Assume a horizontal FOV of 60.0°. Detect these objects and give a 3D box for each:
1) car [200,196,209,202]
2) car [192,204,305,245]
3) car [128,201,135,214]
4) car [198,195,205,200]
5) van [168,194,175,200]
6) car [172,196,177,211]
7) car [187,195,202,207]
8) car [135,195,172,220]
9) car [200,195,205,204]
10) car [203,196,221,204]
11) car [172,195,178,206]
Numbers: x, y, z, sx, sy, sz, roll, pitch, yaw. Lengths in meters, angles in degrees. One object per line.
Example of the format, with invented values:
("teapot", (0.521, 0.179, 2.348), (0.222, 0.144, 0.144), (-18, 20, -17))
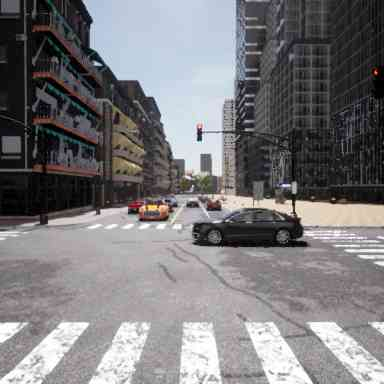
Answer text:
("car", (2.696, 1.546, 75.002), (1.887, 1.381, 4.507), (-1, 0, 0))
("car", (2.427, 1.471, 14.750), (4.892, 1.490, 1.837), (0, 1, 0))
("car", (-5.677, 1.539, 35.407), (1.887, 1.381, 4.507), (-1, 0, 0))
("car", (2.706, 1.532, 92.119), (1.752, 1.417, 4.829), (-1, 0, 0))
("van", (-5.644, 1.348, 91.896), (1.690, 1.788, 3.998), (-1, 0, 0))
("car", (-3.072, 1.499, 37.658), (1.837, 1.490, 4.892), (0, 0, 0))
("car", (0.142, 1.596, 51.973), (1.895, 1.301, 4.718), (0, 0, 0))
("car", (-3.081, 1.347, 27.662), (2.097, 1.767, 4.553), (0, 0, 0))
("car", (2.688, 1.549, 63.704), (2.008, 1.369, 4.403), (-1, 0, 0))
("car", (2.673, 1.539, 41.108), (1.887, 1.381, 4.507), (-1, 0, 0))
("car", (-3.058, 1.543, 50.198), (2.033, 1.411, 5.357), (0, 0, 0))
